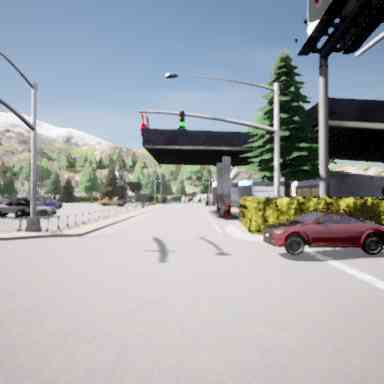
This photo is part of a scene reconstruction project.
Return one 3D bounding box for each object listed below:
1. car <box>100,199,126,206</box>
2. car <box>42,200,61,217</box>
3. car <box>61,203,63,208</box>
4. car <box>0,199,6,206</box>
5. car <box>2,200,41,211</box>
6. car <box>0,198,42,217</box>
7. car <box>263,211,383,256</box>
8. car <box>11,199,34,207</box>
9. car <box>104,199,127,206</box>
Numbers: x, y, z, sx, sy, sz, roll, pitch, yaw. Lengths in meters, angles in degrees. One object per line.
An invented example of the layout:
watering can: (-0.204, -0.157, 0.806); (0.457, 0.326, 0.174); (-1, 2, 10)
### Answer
car: (-16.434, 2.204, 68.884); (5.027, 1.636, 2.152); (0, -1, -1)
car: (-16.182, 1.802, 34.630); (3.806, 1.475, 1.970); (0, -1, -1)
car: (-24.038, 2.043, 56.995); (3.633, 1.501, 1.845); (0, -1, -1)
car: (-42.538, 2.286, 71.858); (3.633, 1.501, 1.845); (0, -1, -1)
car: (-24.022, 1.895, 47.003); (4.514, 1.523, 2.007); (0, -1, -1)
car: (-16.773, 1.475, 31.306); (3.866, 1.878, 1.905); (0, -1, -1)
car: (4.779, 1.406, 12.247); (4.181, 1.385, 1.994); (0, -1, 0)
car: (-35.100, 2.259, 68.921); (3.806, 1.475, 1.970); (0, -1, -1)
car: (-16.504, 2.253, 72.020); (4.514, 1.523, 2.007); (0, -1, -1)
